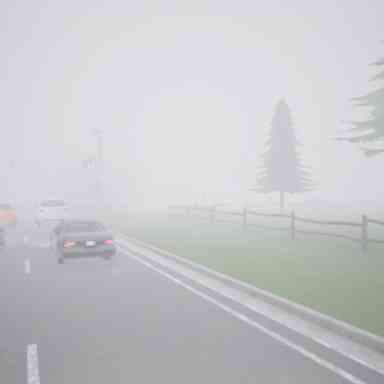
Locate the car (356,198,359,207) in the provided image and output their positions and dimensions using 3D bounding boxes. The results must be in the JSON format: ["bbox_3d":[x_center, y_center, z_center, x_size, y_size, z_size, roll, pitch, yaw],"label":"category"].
[{"bbox_3d":[34.115,2.084,68.703,4.553,1.767,2.097,0,-1,-26],"label":"car"}]

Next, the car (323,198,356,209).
[{"bbox_3d":[25.002,2.168,56.327,4.674,1.442,1.812,0,-1,-26],"label":"car"}]

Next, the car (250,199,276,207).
[{"bbox_3d":[14.972,2.238,68.068,5.008,1.535,1.882,0,-1,-27],"label":"car"}]

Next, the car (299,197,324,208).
[{"bbox_3d":[22.201,1.893,58.850,5.566,2.045,2.150,0,-1,-27],"label":"car"}]

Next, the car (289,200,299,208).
[{"bbox_3d":[20.559,2.247,61.941,5.357,1.411,2.033,0,-1,-27],"label":"car"}]

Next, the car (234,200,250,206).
[{"bbox_3d":[11.847,2.421,74.332,4.718,1.301,1.895,0,-1,-27],"label":"car"}]

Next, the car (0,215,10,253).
[{"bbox_3d":[-7.747,1.723,11.775,1.895,1.301,4.718,0,-1,-26],"label":"car"}]

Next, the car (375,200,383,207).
[{"bbox_3d":[37.229,2.259,62.432,4.718,1.301,1.895,0,-1,-26],"label":"car"}]

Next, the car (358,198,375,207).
[{"bbox_3d":[35.672,2.221,65.567,4.674,1.442,1.812,0,-1,-26],"label":"car"}]

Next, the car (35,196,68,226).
[{"bbox_3d":[-11.037,1.501,26.150,2.150,2.045,5.566,0,0,-25],"label":"car"}]

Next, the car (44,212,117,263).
[{"bbox_3d":[-4.300,1.684,12.694,2.033,1.411,5.357,0,-1,-26],"label":"car"}]

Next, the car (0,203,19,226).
[{"bbox_3d":[-14.484,1.615,25.368,2.097,1.767,4.553,0,-1,-24],"label":"car"}]
